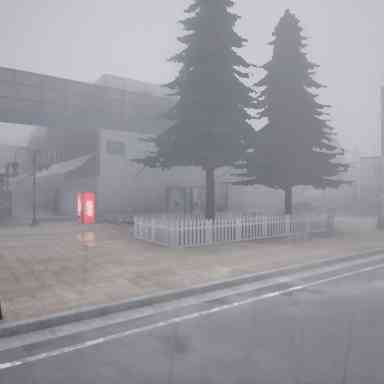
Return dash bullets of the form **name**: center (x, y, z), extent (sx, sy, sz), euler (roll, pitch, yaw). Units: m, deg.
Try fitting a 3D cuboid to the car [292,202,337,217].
- **car**: center (10.500, 1.547, 29.326), extent (1.994, 1.385, 4.181), euler (0, 0, -34)
